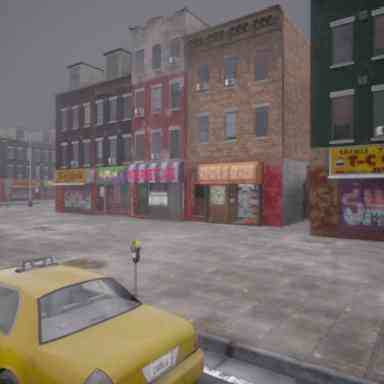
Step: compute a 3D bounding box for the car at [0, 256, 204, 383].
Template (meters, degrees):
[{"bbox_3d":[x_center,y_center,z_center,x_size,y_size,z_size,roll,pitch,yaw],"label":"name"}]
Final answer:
[{"bbox_3d":[-2.159,1.525,4.338,4.829,1.417,1.752,0,0,35],"label":"car"}]
